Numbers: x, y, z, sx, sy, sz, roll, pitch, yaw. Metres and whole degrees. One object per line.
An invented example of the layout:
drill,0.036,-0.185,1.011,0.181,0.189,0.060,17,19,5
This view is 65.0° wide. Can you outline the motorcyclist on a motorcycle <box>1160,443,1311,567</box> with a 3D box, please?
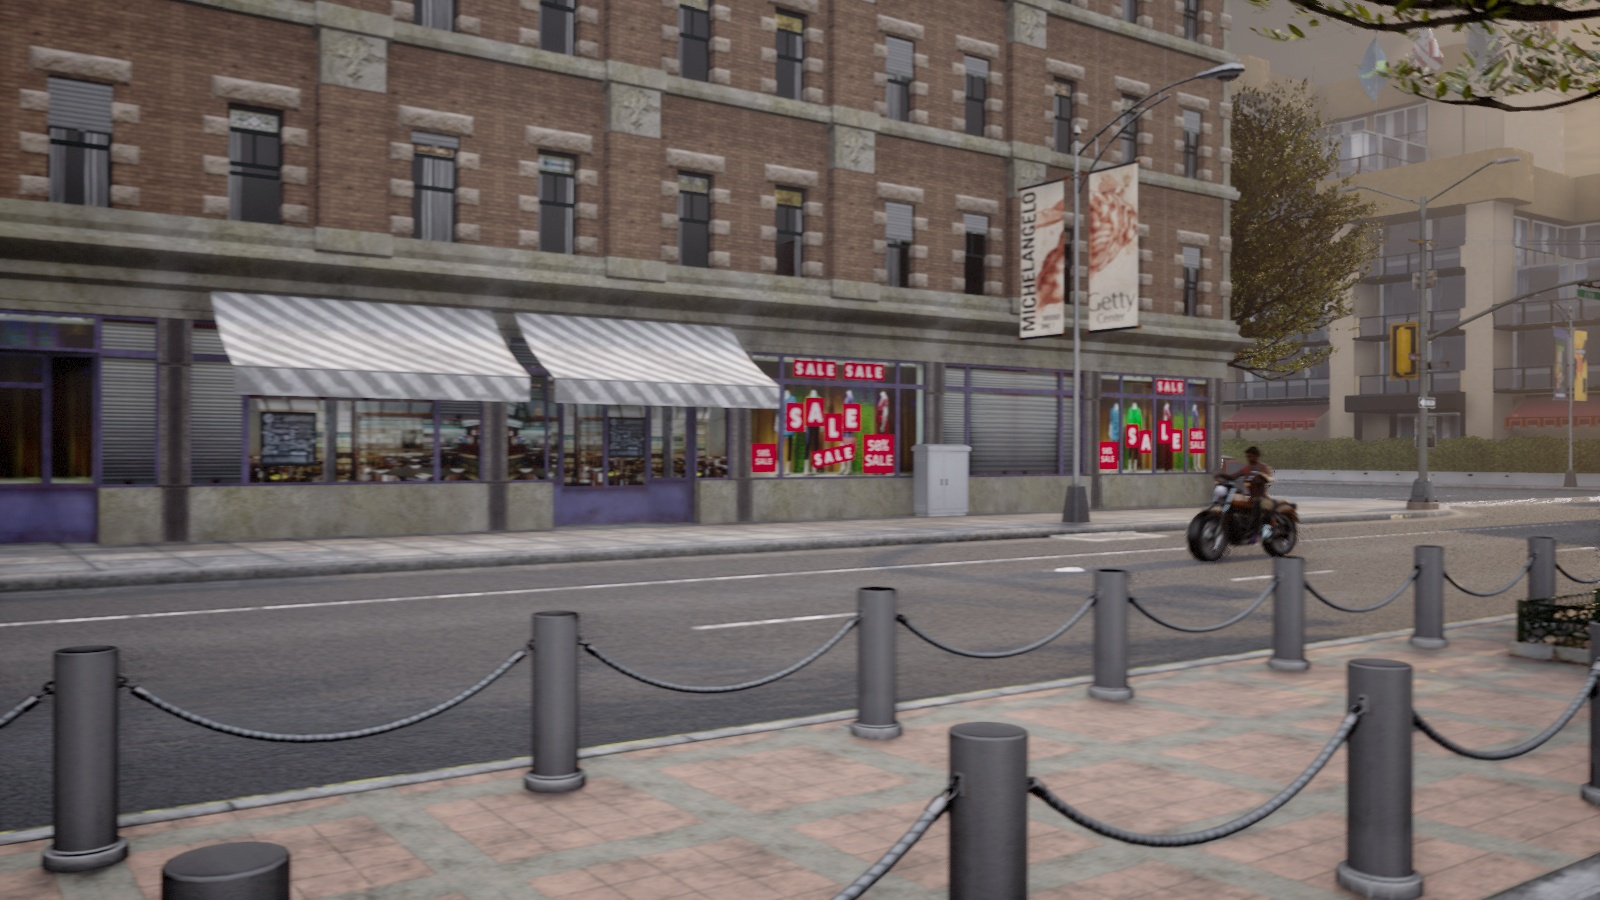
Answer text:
motorcyclist on a motorcycle,6.158,0.725,17.691,2.350,1.649,0.766,0,0,-35
